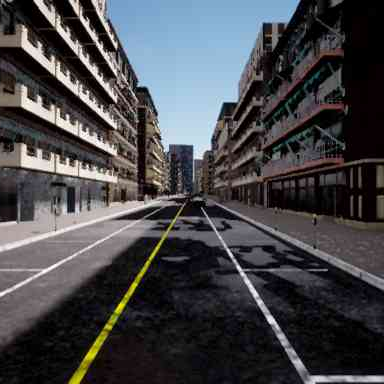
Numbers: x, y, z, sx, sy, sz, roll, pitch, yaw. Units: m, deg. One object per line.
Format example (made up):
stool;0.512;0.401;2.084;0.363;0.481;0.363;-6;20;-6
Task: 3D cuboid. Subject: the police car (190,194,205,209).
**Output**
police car;0.825;1.446;46.239;1.930;1.638;5.238;0;0;0

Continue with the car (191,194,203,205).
car;0.822;1.337;62.161;2.150;2.045;5.566;0;0;0

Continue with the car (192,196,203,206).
car;0.825;1.487;56.320;1.801;1.575;5.366;0;0;0
